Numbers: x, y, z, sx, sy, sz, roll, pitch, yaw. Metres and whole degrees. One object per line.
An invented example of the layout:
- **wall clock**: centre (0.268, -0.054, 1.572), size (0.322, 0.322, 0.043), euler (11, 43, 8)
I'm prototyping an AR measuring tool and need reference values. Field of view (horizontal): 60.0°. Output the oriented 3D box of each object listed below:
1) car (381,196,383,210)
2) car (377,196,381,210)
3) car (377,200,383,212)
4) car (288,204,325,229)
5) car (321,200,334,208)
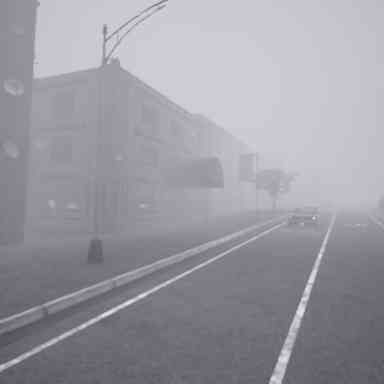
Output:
- **car**: centre (21.330, 1.409, 31.210), size (5.566, 2.045, 2.435), euler (0, 0, 24)
- **car**: centre (24.808, 1.485, 38.867), size (5.566, 2.045, 2.435), euler (0, -1, 24)
- **car**: centre (25.934, 1.769, 41.429), size (4.892, 1.521, 2.231), euler (0, -1, 24)
- **car**: centre (7.830, 1.713, 22.933), size (1.895, 1.301, 4.718), euler (0, 0, 24)
- **car**: centre (23.005, 2.054, 56.370), size (1.994, 1.385, 4.181), euler (0, -1, 24)
